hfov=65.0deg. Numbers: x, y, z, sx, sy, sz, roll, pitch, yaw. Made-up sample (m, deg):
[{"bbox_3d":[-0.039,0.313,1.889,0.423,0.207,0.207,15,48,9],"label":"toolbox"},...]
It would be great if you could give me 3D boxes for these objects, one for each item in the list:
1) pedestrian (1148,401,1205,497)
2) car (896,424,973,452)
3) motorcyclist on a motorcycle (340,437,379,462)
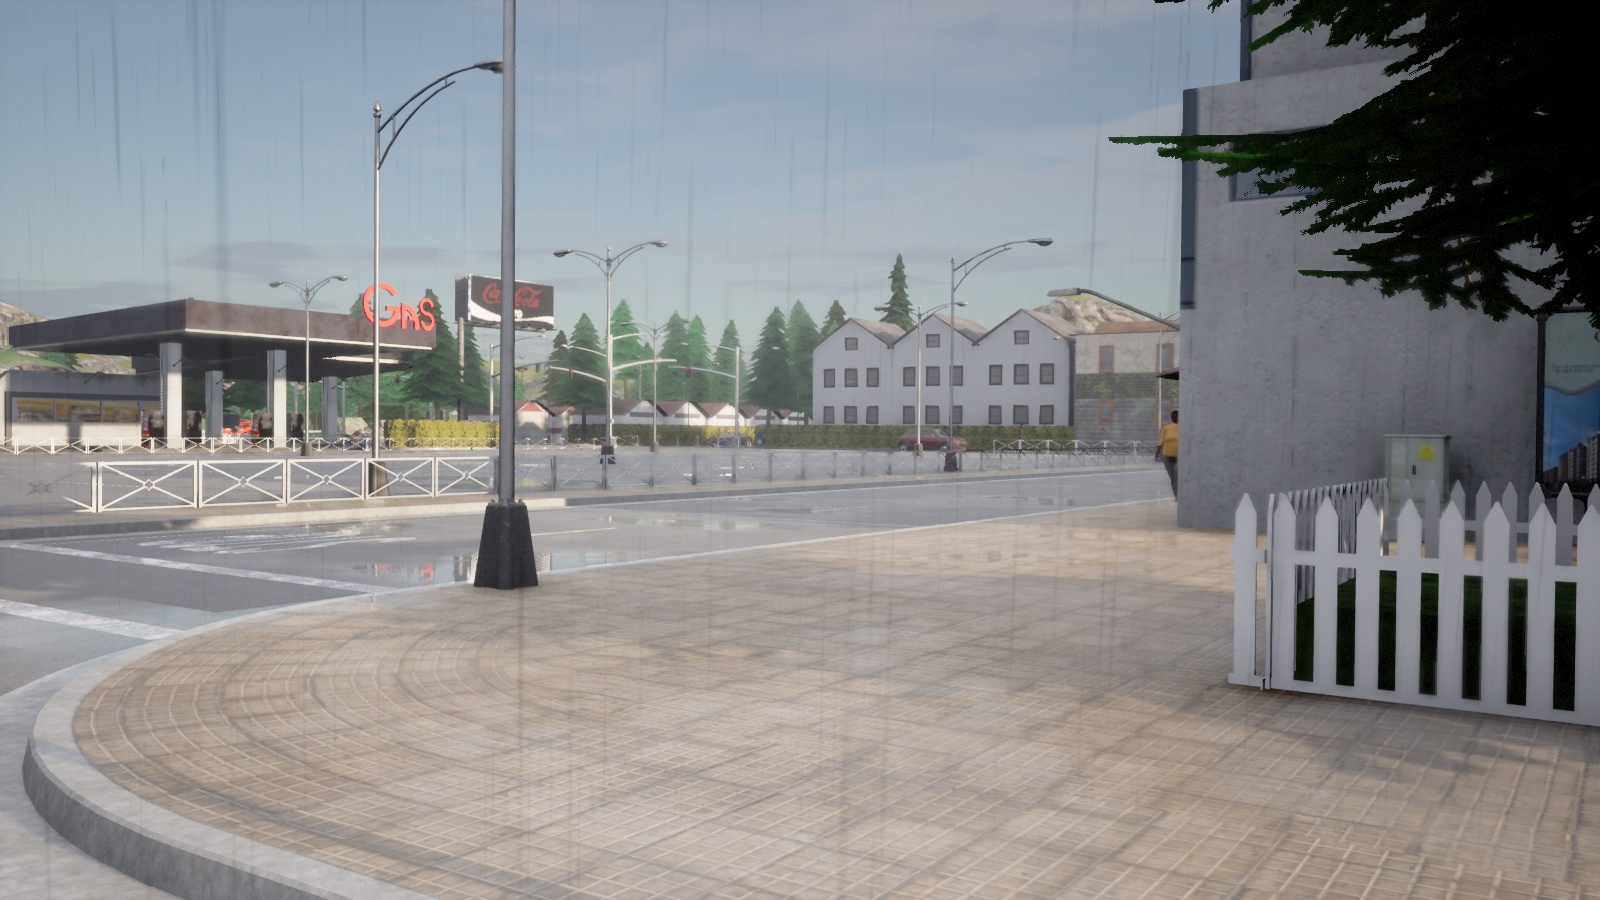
[{"bbox_3d":[7.491,-0.032,24.952,0.874,1.855,0.900,0,1,31],"label":"pedestrian"},{"bbox_3d":[8.786,-0.804,82.223,4.553,1.767,2.097,0,1,34],"label":"car"},{"bbox_3d":[-27.745,-0.064,79.130,0.866,1.530,2.191,0,1,35],"label":"motorcyclist on a motorcycle"}]
